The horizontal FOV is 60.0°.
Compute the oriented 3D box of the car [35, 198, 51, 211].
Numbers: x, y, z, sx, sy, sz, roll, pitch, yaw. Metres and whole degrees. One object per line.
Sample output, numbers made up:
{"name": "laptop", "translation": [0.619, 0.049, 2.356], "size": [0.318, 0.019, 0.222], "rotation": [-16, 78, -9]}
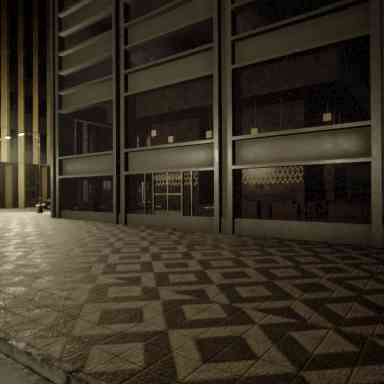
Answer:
{"name": "car", "translation": [-15.732, 1.367, 38.699], "size": [2.128, 1.511, 4.902], "rotation": [-1, 0, 36]}
